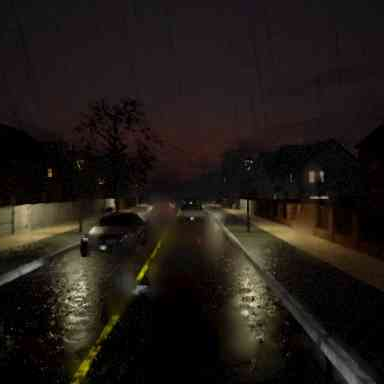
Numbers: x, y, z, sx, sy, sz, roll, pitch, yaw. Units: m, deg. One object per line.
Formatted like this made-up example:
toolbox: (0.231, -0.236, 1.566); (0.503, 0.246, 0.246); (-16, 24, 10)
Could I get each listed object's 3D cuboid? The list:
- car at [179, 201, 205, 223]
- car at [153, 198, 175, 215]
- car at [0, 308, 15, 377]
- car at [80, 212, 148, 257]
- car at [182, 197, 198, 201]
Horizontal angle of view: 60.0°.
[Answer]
car: (0.020, 1.637, 26.024); (1.895, 1.301, 4.718); (0, 0, 0)
car: (-2.865, 1.425, 35.122); (2.097, 1.767, 4.553); (0, 0, 0)
car: (-2.851, 1.546, 1.279); (2.033, 1.411, 5.357); (0, 0, 0)
car: (-2.845, 1.528, 13.043); (1.812, 1.442, 4.674); (0, 0, 1)
car: (-0.268, 1.465, 44.184); (2.097, 1.767, 4.553); (0, 0, -2)
